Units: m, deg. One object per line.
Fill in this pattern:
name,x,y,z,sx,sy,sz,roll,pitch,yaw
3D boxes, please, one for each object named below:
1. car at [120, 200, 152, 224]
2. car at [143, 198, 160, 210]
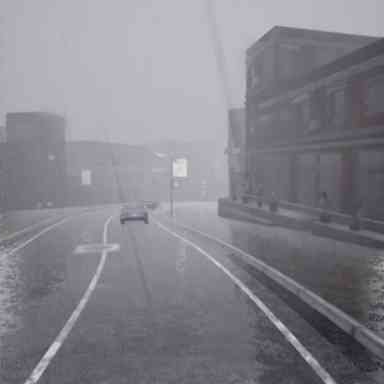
car,-4.369,1.559,25.097,1.994,1.385,4.181,-1,0,-11
car,-5.338,1.530,42.761,2.128,1.511,4.902,0,0,6
